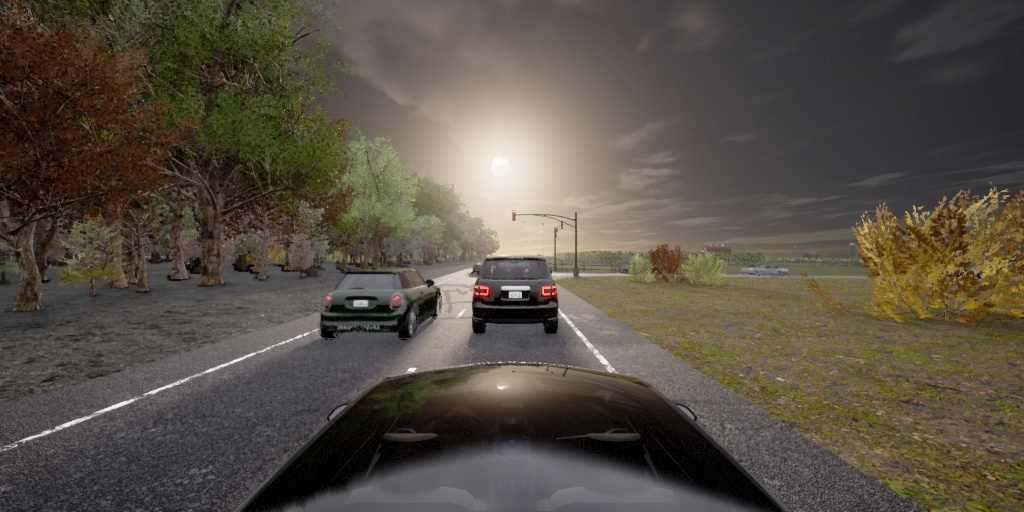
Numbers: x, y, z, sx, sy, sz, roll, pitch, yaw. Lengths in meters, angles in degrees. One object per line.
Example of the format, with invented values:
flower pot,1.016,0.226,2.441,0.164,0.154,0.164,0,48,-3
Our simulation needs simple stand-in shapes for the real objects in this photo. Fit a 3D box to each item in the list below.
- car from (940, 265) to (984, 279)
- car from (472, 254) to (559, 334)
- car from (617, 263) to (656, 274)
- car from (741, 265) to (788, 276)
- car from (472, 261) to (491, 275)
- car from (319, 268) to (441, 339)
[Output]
car,50.293,1.775,40.462,5.008,1.535,1.882,1,-1,1
car,0.078,0.974,10.813,2.150,2.045,5.566,0,0,0
car,15.385,1.504,44.283,4.674,1.442,1.812,1,-1,2
car,30.988,1.748,44.134,4.718,1.301,1.895,1,-1,0
car,-3.484,1.282,41.164,1.812,1.442,4.674,0,0,0
car,-3.419,1.103,10.230,2.097,1.767,4.553,0,0,0
